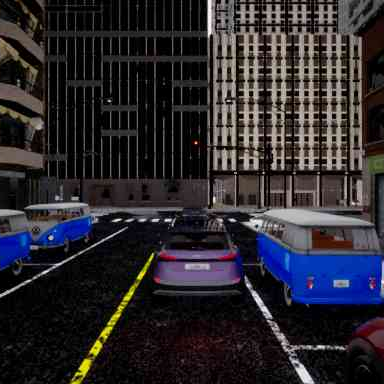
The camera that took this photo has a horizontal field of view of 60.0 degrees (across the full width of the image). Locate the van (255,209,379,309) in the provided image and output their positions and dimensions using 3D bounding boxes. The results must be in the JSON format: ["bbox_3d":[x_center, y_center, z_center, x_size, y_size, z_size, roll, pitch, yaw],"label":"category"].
[{"bbox_3d":[2.573,1.343,7.580,1.690,1.788,3.998,0,0,0],"label":"van"}]

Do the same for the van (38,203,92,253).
[{"bbox_3d":[-5.305,1.345,13.268,1.690,1.788,3.998,0,0,0],"label":"van"}]

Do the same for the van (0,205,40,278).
[{"bbox_3d":[-5.308,1.343,7.578,1.690,1.788,3.998,0,0,0],"label":"van"}]

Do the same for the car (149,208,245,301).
[{"bbox_3d":[0.103,1.432,8.337,2.033,1.649,4.856,0,0,0],"label":"car"}]

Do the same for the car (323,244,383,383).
[{"bbox_3d":[2.570,1.440,1.890,1.967,1.590,4.097,0,0,0],"label":"car"}]
